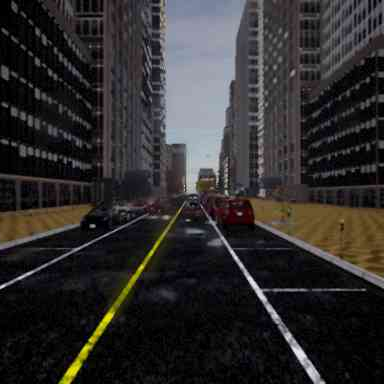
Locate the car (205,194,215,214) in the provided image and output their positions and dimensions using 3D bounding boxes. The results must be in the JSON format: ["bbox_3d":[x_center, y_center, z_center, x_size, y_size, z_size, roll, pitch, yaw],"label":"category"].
[{"bbox_3d":[2.700,1.320,32.317,2.192,1.841,5.009,0,0,0],"label":"car"}]

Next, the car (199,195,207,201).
[{"bbox_3d":[2.705,1.446,82.171,1.967,1.590,4.097,0,0,0],"label":"car"}]

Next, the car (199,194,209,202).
[{"bbox_3d":[2.706,1.321,76.631,2.192,1.841,5.009,0,0,0],"label":"car"}]

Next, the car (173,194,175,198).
[{"bbox_3d":[-5.674,1.323,87.711,2.192,1.841,5.009,0,0,0],"label":"car"}]

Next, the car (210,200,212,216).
[{"bbox_3d":[2.698,1.549,26.777,1.887,1.381,4.507,0,0,0],"label":"car"}]

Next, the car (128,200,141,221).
[{"bbox_3d":[-5.682,1.557,26.777,2.008,1.369,4.403,0,0,0],"label":"car"}]

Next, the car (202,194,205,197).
[{"bbox_3d":[2.701,1.321,43.396,2.192,1.841,5.009,0,0,0],"label":"car"}]

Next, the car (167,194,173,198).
[{"bbox_3d":[-5.676,1.590,71.093,1.802,1.307,4.206,0,0,0],"label":"car"}]

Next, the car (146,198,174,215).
[{"bbox_3d":[-3.041,1.571,33.253,1.994,1.385,4.181,0,0,1],"label":"car"}]

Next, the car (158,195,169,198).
[{"bbox_3d":[-5.678,1.590,60.014,1.802,1.307,4.206,0,0,0],"label":"car"}]

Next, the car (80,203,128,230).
[{"bbox_3d":[-5.683,1.571,21.239,1.947,1.339,4.313,0,0,0],"label":"car"}]

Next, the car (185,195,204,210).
[{"bbox_3d":[0.091,1.499,42.960,2.128,1.511,4.902,0,0,0],"label":"car"}]

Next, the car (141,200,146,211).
[{"bbox_3d":[-5.681,1.589,37.857,1.802,1.307,4.206,0,0,0],"label":"car"}]

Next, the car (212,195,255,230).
[{"bbox_3d":[2.698,1.319,21.238,2.192,1.841,5.009,0,0,0],"label":"car"}]

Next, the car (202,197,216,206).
[{"bbox_3d":[2.702,1.557,54.474,2.008,1.369,4.403,0,0,0],"label":"car"}]
